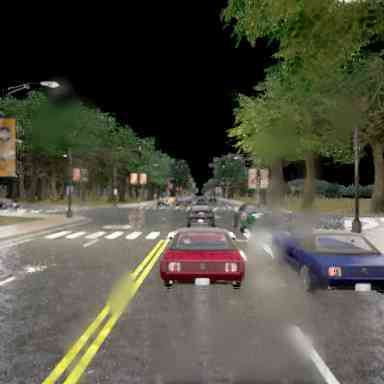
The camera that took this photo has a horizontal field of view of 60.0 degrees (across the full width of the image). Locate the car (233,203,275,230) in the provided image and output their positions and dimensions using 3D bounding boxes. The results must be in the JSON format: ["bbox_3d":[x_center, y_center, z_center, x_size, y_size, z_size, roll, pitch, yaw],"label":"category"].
[{"bbox_3d":[3.796,1.474,20.897,2.097,1.767,4.553,0,-1,1],"label":"car"}]

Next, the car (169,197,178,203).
[{"bbox_3d":[-4.380,1.892,78.427,1.812,1.442,4.674,0,0,2],"label":"car"}]

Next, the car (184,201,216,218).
[{"bbox_3d":[0.621,1.626,23.744,1.837,1.490,4.892,1,0,2],"label":"car"}]

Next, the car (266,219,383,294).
[{"bbox_3d":[3.519,1.657,8.957,1.895,1.301,4.718,0,0,1],"label":"car"}]

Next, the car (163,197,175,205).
[{"bbox_3d":[-4.671,1.793,68.166,1.882,1.535,5.008,0,0,2],"label":"car"}]

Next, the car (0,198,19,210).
[{"bbox_3d":[-24.639,1.477,43.165,4.902,1.511,2.128,0,0,24],"label":"car"}]

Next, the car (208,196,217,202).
[{"bbox_3d":[5.656,1.962,88.447,1.837,1.490,4.892,0,0,2],"label":"car"}]

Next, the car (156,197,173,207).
[{"bbox_3d":[-4.987,1.813,58.278,2.033,1.411,5.357,0,0,2],"label":"car"}]

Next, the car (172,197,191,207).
[{"bbox_3d":[-1.745,1.824,58.096,2.033,1.411,5.357,0,0,2],"label":"car"}]

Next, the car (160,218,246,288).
[{"bbox_3d":[0.279,1.647,9.349,1.895,1.301,4.718,0,0,1],"label":"car"}]

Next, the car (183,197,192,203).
[{"bbox_3d":[-1.121,1.859,78.729,1.882,1.535,5.008,0,0,2],"label":"car"}]
